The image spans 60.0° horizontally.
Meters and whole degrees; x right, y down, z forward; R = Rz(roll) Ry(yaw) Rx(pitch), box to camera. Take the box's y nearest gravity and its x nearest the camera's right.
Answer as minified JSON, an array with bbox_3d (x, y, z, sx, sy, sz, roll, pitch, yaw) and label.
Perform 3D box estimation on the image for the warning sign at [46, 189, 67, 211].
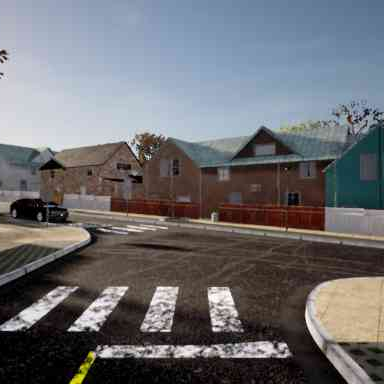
[{"bbox_3d":[-12.276,0.700,30.091,1.060,1.860,1.300,-1,1,32],"label":"warning sign"}]

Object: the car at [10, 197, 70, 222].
[{"bbox_3d":[-10.380,1.142,22.602,4.892,1.490,1.837,2,0,32],"label":"car"}]
